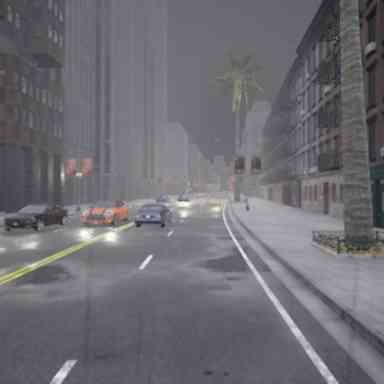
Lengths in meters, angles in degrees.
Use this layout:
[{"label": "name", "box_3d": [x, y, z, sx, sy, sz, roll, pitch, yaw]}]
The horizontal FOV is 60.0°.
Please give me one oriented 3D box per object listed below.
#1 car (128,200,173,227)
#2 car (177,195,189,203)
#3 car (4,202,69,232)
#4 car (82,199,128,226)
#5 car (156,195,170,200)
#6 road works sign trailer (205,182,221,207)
[{"label": "car", "box_3d": [-2.448, 1.497, 22.091, 2.033, 1.411, 5.357, 0, 0, 3]}, {"label": "car", "box_3d": [-1.661, 1.294, 64.859, 1.882, 1.535, 5.008, 0, 0, 7]}, {"label": "car", "box_3d": [-9.247, 1.429, 20.144, 1.882, 1.535, 5.008, 0, 0, 3]}, {"label": "car", "box_3d": [-5.832, 1.299, 22.847, 2.097, 1.767, 4.553, 0, 0, 4]}, {"label": "car", "box_3d": [-5.304, 1.305, 61.641, 1.882, 1.535, 5.008, 0, 0, 7]}, {"label": "road works sign trailer", "box_3d": [3.090, 0.334, 48.507, 2.380, 3.560, 2.880, 0, 0, 6]}]
